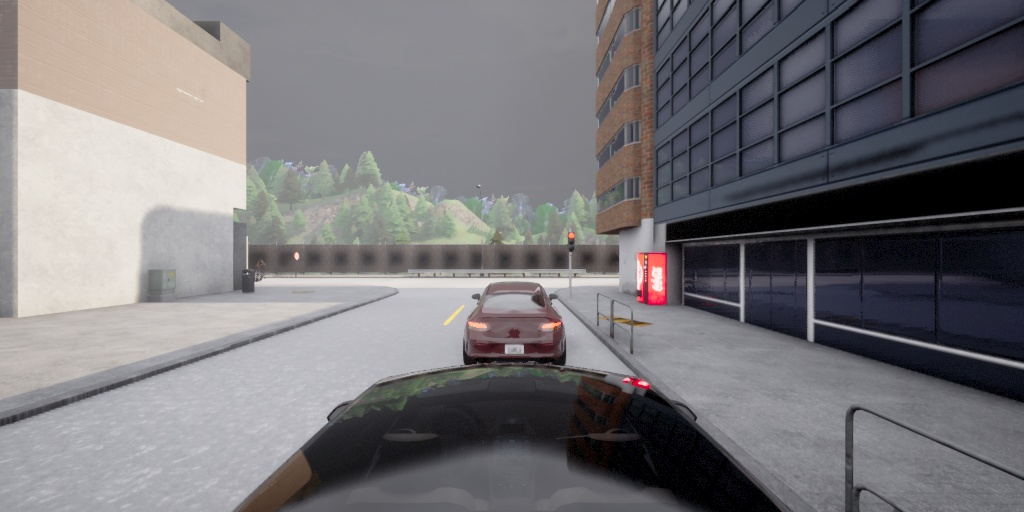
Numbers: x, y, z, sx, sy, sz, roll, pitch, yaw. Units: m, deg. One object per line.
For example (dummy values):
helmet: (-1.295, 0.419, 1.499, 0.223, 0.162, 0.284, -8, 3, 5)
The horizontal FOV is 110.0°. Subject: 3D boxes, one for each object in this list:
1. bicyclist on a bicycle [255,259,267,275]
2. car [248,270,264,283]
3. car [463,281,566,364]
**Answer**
bicyclist on a bicycle: (-24.184, 1.099, 34.517, 0.582, 1.620, 1.656, 0, 0, 0)
car: (-20.740, 1.276, 26.116, 4.674, 1.442, 1.812, 0, 0, 0)
car: (0.059, 1.276, 7.844, 1.812, 1.442, 4.674, 0, 0, 1)
